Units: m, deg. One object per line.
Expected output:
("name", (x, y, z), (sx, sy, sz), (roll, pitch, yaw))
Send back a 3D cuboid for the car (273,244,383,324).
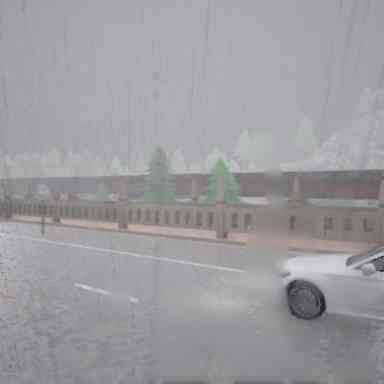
("car", (3.714, 1.515, 5.556), (4.674, 1.442, 1.812), (0, 0, 36))
